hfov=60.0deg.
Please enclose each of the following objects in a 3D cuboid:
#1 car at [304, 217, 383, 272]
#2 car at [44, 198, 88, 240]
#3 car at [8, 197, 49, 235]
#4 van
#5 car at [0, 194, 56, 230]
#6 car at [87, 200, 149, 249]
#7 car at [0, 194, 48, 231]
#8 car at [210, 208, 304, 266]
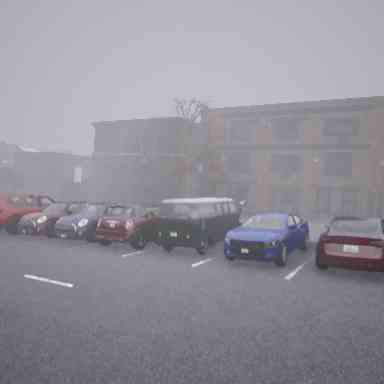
[{"bbox_3d":[5.249,1.493,10.476,2.163,1.488,4.792,0,0,31],"label":"car"},{"bbox_3d":[-4.376,1.303,16.226,2.185,1.767,4.553,0,0,31],"label":"car"},{"bbox_3d":[-6.783,1.295,17.664,2.185,1.767,4.553,0,0,31],"label":"car"},{"bbox_3d":[0.481,1.221,13.425,1.878,1.987,4.442,0,0,31],"label":"van"},{"bbox_3d":[-11.598,1.152,20.536,2.435,2.045,5.566,0,0,31],"label":"car"},{"bbox_3d":[-2.002,1.312,14.735,2.185,1.767,4.553,0,0,31],"label":"car"},{"bbox_3d":[-9.191,1.160,19.098,2.435,2.045,5.566,0,0,31],"label":"car"},{"bbox_3d":[2.830,1.455,11.893,2.097,1.535,5.008,0,0,31],"label":"car"}]
